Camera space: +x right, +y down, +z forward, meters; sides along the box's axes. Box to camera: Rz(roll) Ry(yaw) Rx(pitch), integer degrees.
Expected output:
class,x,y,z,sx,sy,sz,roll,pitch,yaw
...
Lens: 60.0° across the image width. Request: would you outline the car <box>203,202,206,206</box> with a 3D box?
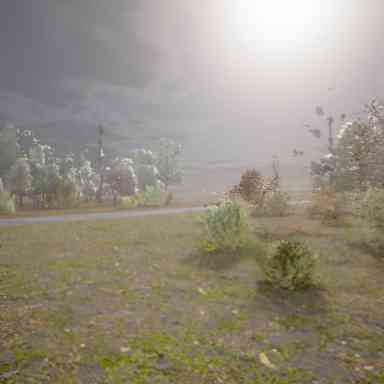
class,x,y,z,sx,sy,sz,roll,pitch,yaw
car,3.821,1.856,55.593,1.895,1.301,4.718,-1,-1,38
